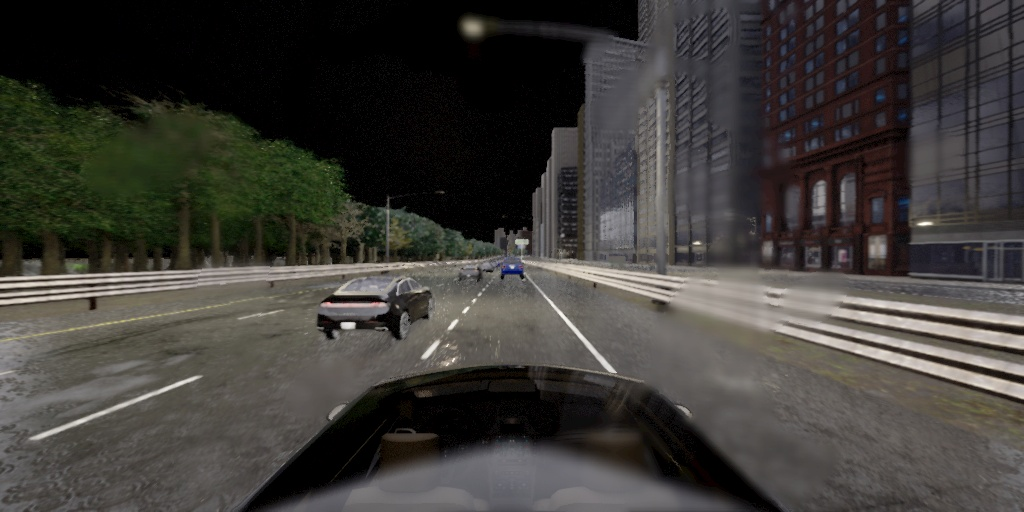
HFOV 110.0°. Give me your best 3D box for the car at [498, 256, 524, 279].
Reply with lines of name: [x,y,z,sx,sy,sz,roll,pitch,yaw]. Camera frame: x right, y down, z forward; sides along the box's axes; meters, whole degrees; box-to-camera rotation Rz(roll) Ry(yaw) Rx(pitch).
car: [0.028,1.208,36.588,2.150,2.045,5.566,0,0,0]

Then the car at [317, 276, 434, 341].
car: [-3.503,1.292,10.087,2.128,1.511,4.902,0,0,0]

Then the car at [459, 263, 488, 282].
car: [-3.549,1.440,31.773,2.128,1.511,4.902,0,0,0]

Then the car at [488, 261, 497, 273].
car: [-3.633,1.673,51.757,1.994,1.385,4.181,0,0,0]
